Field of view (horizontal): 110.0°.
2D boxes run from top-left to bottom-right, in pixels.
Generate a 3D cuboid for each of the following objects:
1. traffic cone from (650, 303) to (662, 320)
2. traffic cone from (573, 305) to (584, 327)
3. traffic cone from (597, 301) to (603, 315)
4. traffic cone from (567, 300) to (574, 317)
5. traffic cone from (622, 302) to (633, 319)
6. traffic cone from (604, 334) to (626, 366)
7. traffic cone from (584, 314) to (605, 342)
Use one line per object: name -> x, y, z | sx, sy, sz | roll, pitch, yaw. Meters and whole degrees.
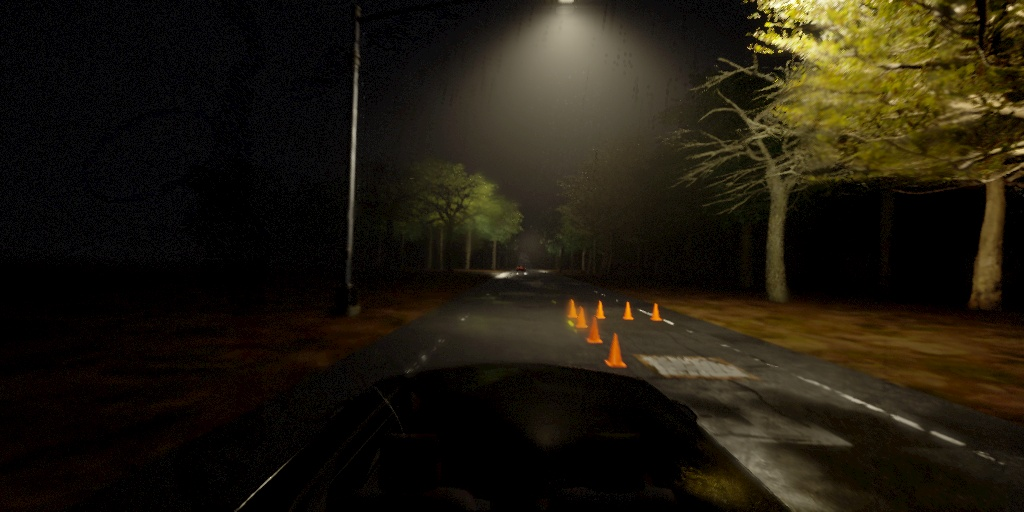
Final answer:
traffic cone -> 5.199, 2.000, 12.997 | 0.340, 0.580, 0.340 | 0, 0, 2
traffic cone -> 2.145, 1.884, 11.086 | 0.340, 0.580, 0.340 | 0, 0, 2
traffic cone -> 3.201, 1.941, 13.055 | 0.340, 0.580, 0.340 | 0, 0, 2
traffic cone -> 2.202, 1.912, 13.084 | 0.340, 0.580, 0.340 | 0, 0, 2
traffic cone -> 4.200, 1.970, 13.026 | 0.340, 0.580, 0.340 | 0, 0, 2
traffic cone -> 2.030, 1.832, 7.087 | 0.340, 0.580, 0.340 | 0, 0, 2
traffic cone -> 2.087, 1.858, 9.087 | 0.340, 0.580, 0.340 | 0, 0, 2
